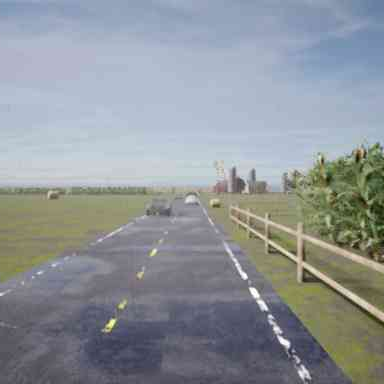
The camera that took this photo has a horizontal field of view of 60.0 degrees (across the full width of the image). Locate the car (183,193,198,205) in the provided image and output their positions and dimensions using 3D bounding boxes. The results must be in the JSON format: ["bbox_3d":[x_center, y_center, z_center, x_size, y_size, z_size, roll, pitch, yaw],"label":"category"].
[{"bbox_3d":[-0.015,1.278,52.079,1.812,1.442,4.674,0,0,0],"label":"car"}]

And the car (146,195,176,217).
[{"bbox_3d":[-2.856,1.208,29.815,2.097,1.767,4.553,0,0,0],"label":"car"}]

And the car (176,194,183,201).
[{"bbox_3d":[-2.771,1.148,71.050,1.837,1.490,4.892,0,0,0],"label":"car"}]

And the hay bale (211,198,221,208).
[{"bbox_3d":[3.117,1.446,43.883,1.220,1.180,1.240,1,1,0],"label":"hay bale"}]
